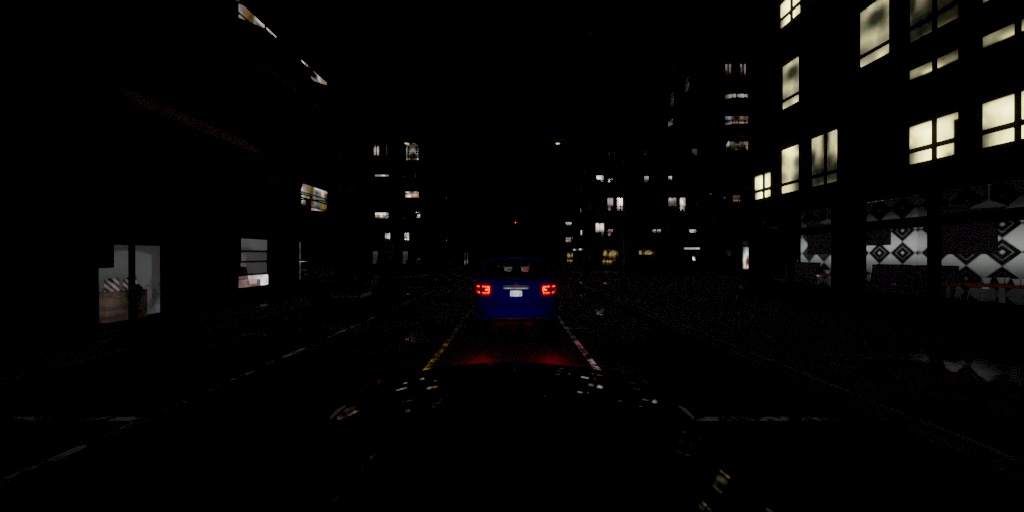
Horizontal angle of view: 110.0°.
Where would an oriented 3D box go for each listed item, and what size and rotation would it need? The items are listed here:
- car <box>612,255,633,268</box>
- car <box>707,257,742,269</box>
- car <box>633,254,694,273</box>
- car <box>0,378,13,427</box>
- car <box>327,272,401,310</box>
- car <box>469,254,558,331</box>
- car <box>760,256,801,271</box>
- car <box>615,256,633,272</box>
[{"bbox_3d":[14.580,0.764,42.840,5.009,1.841,2.192,0,0,0],"label":"car"},{"bbox_3d":[25.671,0.824,42.936,4.207,1.307,1.802,0,0,0],"label":"car"},{"bbox_3d":[14.713,0.778,34.461,5.009,1.841,2.192,0,0,0],"label":"car"},{"bbox_3d":[-5.690,1.300,1.566,2.007,1.370,4.403,0,0,0],"label":"car"},{"bbox_3d":[-5.739,1.332,14.483,1.802,1.307,4.207,0,0,0],"label":"car"},{"bbox_3d":[0.099,0.971,11.079,2.150,2.045,5.566,0,0,0],"label":"car"},{"bbox_3d":[25.807,0.822,34.556,4.313,1.339,1.948,0,0,0],"label":"car"},{"bbox_3d":[14.419,0.984,40.230,4.674,1.442,1.812,-2,0,-1],"label":"car"}]
